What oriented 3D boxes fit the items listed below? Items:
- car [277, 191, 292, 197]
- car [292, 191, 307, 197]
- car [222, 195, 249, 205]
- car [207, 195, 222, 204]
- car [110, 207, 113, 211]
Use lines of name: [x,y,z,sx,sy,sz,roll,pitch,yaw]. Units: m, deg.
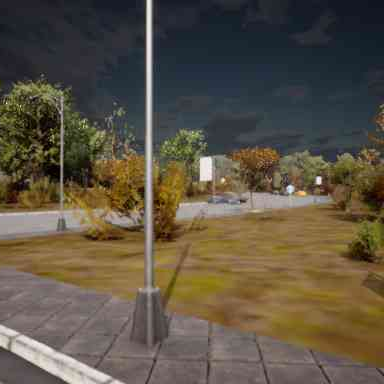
car: [24.637,0.449,87.813,1.994,1.385,4.181,0,1,1]
car: [28.024,0.410,85.848,1.882,1.535,5.008,0,1,1]
car: [7.414,1.243,53.376,2.128,1.511,4.902,0,1,37]
car: [4.620,1.261,55.482,2.033,1.411,5.357,0,1,37]
car: [-8.374,1.450,39.276,1.882,1.535,5.008,0,0,39]
